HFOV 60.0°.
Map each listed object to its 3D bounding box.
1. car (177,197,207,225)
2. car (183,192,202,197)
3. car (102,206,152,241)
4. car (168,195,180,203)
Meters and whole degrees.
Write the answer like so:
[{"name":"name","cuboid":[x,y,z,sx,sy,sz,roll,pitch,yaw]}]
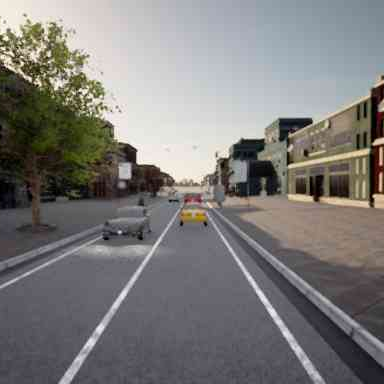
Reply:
[{"name":"car","cuboid":[0.097,1.407,23.589,1.801,1.575,5.366,0,0,0]},{"name":"car","cuboid":[0.095,1.029,41.945,2.150,2.045,5.566,0,1,0]},{"name":"car","cuboid":[-3.100,1.484,16.693,1.837,1.490,4.892,0,0,0]},{"name":"car","cuboid":[-3.053,1.174,57.087,2.033,1.411,5.357,0,1,1]}]
